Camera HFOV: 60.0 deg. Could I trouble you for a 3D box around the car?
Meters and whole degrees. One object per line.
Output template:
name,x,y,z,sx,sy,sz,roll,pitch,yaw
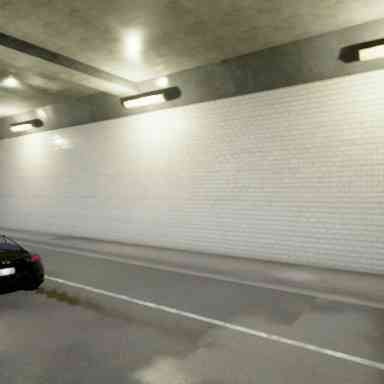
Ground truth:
car,-5.349,1.566,7.817,4.181,1.385,1.994,0,0,36
